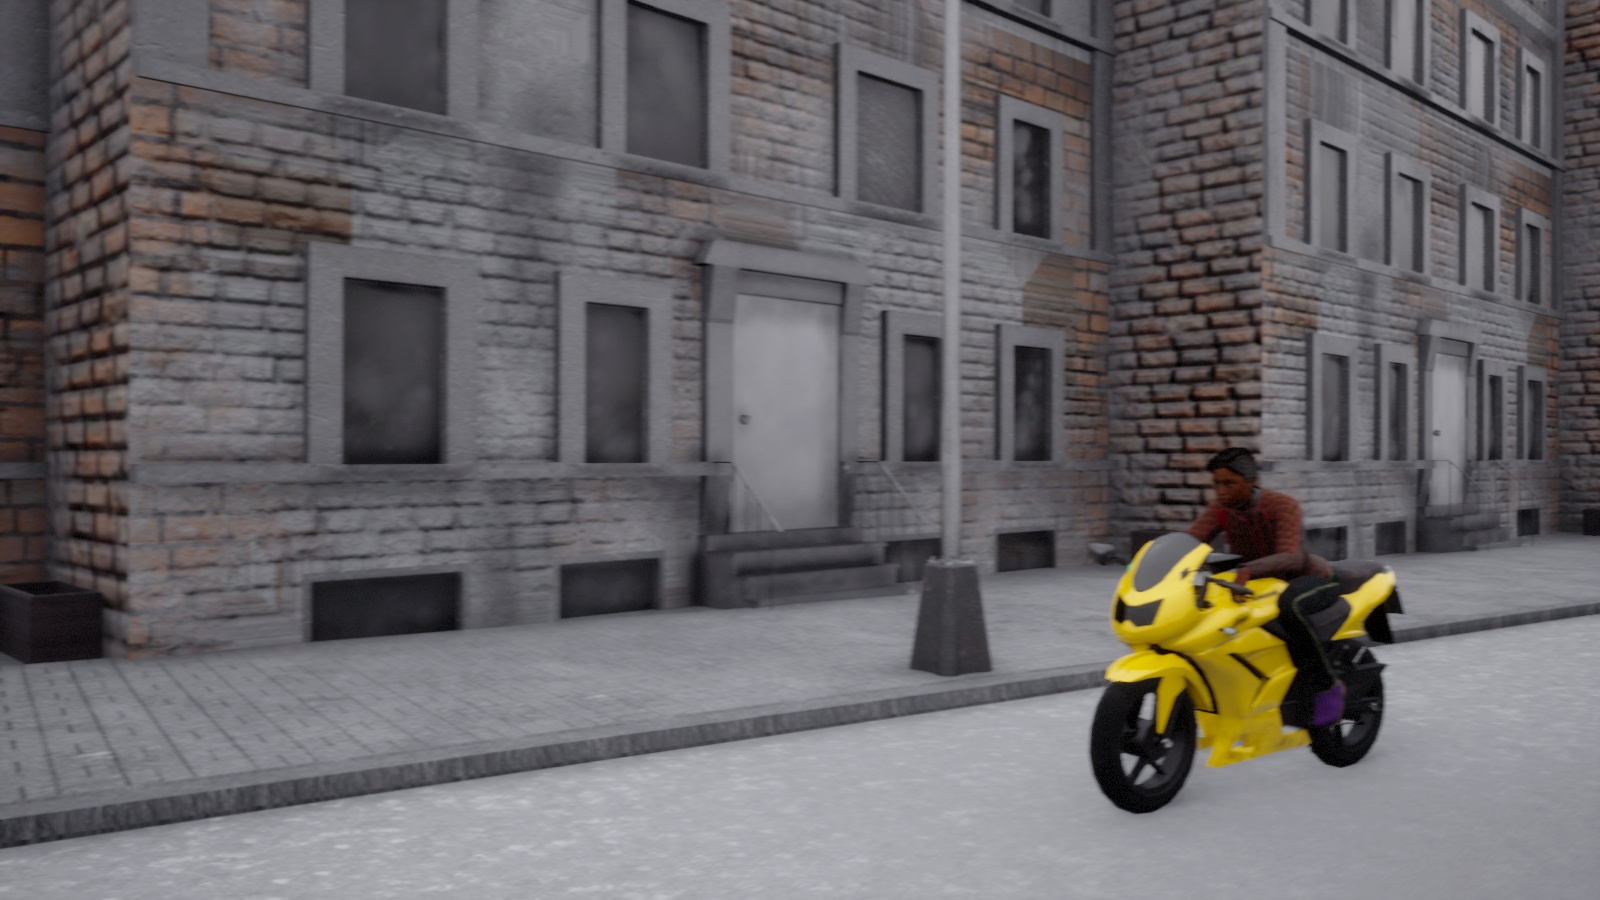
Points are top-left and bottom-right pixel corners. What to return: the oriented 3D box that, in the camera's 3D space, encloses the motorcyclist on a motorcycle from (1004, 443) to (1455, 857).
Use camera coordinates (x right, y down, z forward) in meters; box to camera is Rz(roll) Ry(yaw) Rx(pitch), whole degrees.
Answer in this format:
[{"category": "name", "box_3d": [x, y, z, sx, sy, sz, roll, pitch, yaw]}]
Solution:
[{"category": "motorcyclist on a motorcycle", "box_3d": [1.931, 0.736, 5.517, 2.044, 1.523, 0.797, 0, 0, -34]}]
